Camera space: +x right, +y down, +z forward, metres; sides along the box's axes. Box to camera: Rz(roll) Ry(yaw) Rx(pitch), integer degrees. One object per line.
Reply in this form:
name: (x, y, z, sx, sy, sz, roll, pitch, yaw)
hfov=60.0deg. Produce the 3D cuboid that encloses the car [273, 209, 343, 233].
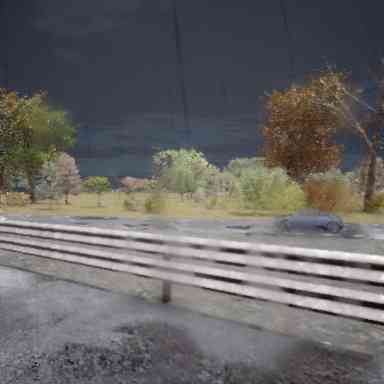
car: (7.257, 1.760, 21.010, 4.181, 1.385, 1.994, 0, 0, 15)
